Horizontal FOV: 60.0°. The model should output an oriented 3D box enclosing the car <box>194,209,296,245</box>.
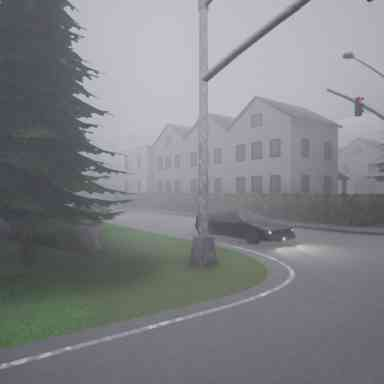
[{"bbox_3d":[2.239,1.528,15.779,2.033,1.411,5.357,0,0,-35],"label":"car"}]
